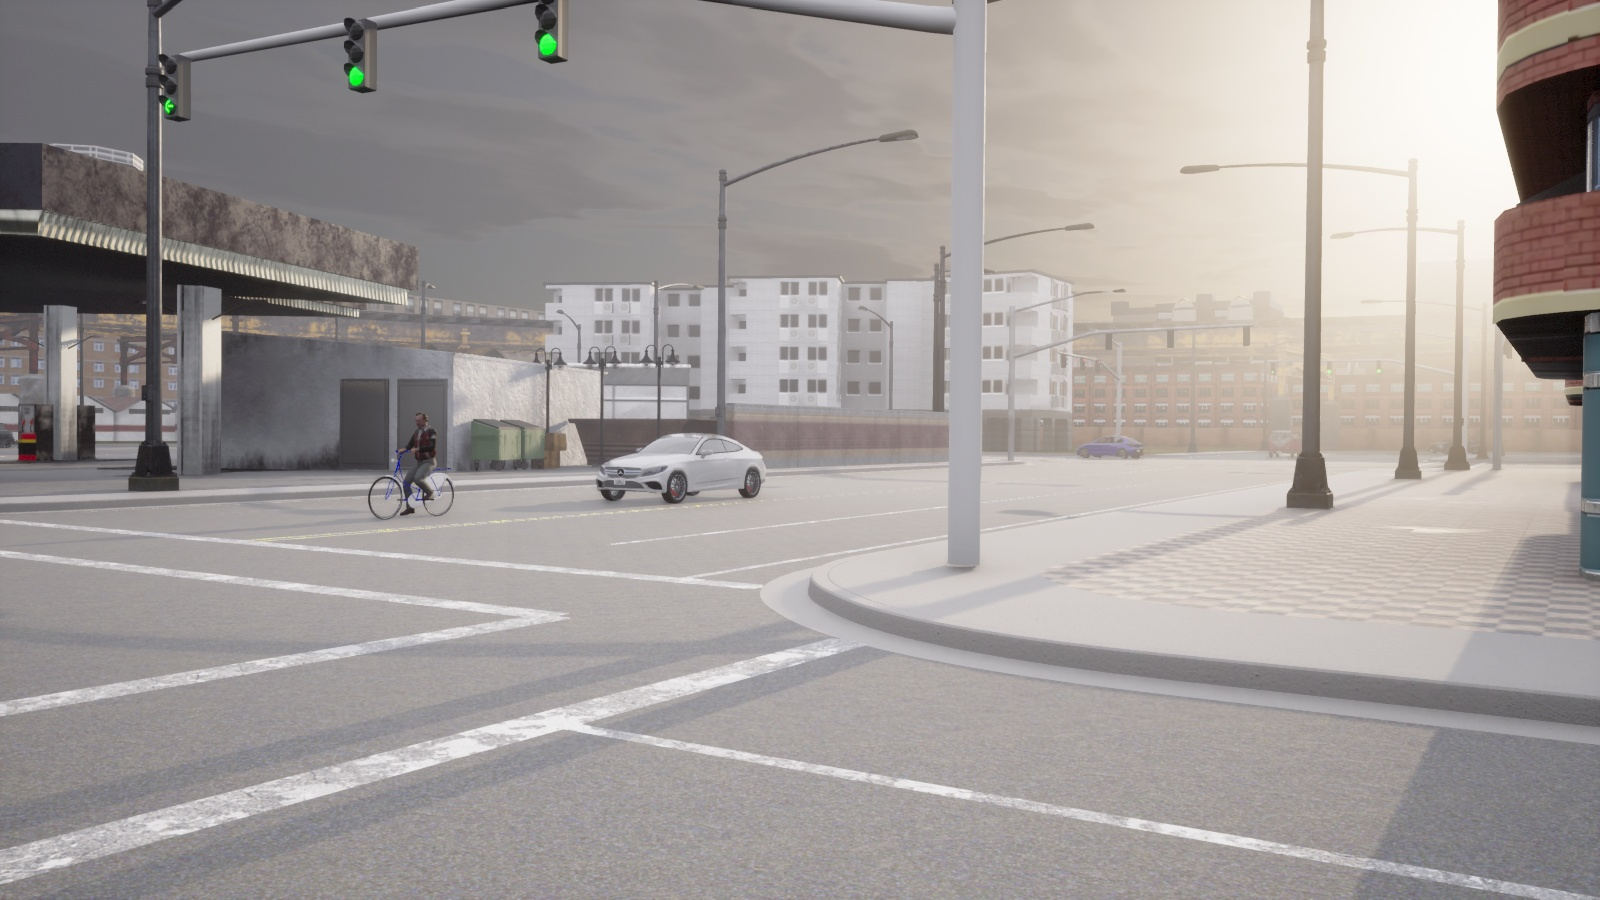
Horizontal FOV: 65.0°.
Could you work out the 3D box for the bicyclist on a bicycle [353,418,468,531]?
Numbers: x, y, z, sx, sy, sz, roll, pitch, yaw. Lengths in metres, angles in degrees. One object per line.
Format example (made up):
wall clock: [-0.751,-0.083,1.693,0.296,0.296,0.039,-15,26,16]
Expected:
bicyclist on a bicycle: [-6.427,0.376,20.823,0.659,1.776,1.843,0,1,31]

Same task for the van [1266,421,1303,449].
van: [35.150,-1.077,91.048,1.775,1.987,4.442,0,1,31]

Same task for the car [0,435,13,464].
car: [-52.271,-0.010,78.632,2.097,1.767,4.553,0,1,38]

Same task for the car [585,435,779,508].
car: [-2.468,0.404,27.508,1.812,1.442,4.674,0,1,31]

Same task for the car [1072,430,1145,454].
car: [19.621,-0.533,80.013,4.193,1.474,1.816,0,1,44]
